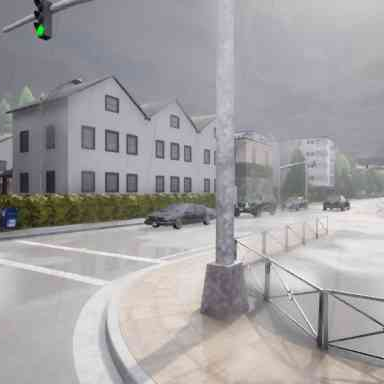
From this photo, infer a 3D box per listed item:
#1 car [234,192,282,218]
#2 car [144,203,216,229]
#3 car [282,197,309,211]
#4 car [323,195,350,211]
[{"bbox_3d":[5.476,1.034,28.607,2.150,2.045,5.566,0,0,35],"label":"car"},{"bbox_3d":[-0.490,1.360,20.195,2.033,1.411,5.357,0,0,35],"label":"car"},{"bbox_3d":[11.545,1.304,37.088,2.128,1.511,4.902,0,0,36],"label":"car"},{"bbox_3d":[16.387,1.164,37.606,2.097,1.767,4.553,0,0,35],"label":"car"}]
